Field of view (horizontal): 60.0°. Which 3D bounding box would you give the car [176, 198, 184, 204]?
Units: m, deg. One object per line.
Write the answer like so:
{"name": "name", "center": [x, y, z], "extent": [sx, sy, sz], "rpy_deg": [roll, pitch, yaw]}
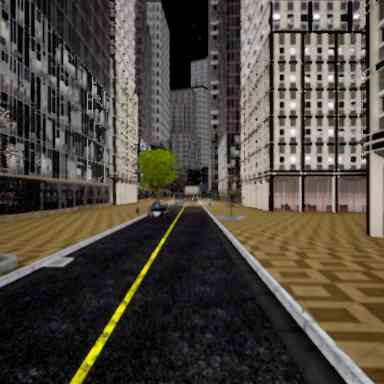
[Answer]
{"name": "car", "center": [-2.754, 1.937, 71.270], "extent": [1.895, 1.301, 4.718], "rpy_deg": [0, 0, 0]}

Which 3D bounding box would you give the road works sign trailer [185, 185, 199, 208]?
{"name": "road works sign trailer", "center": [-0.003, 0.747, 53.376], "extent": [2.380, 3.560, 2.880], "rpy_deg": [0, 0, 0]}

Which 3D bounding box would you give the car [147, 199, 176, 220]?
{"name": "car", "center": [-2.847, 1.630, 29.652], "extent": [2.128, 1.511, 4.902], "rpy_deg": [0, 0, 0]}
